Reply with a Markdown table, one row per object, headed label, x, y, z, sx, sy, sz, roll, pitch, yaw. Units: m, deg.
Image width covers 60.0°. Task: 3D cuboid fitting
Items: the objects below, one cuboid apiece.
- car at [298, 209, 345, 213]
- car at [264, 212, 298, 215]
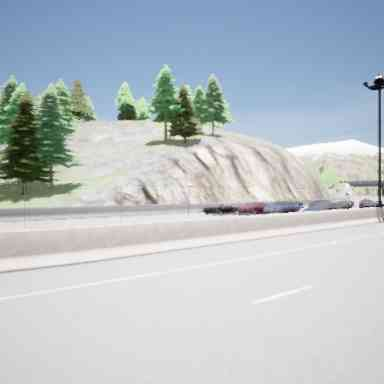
| label | x | y | z | sx | sy | sz | roll | pitch | yaw |
| --- | --- | --- | --- | --- | --- | --- | --- | --- | --- |
| car | 13.151 | 1.824 | 33.275 | 5.357 | 1.411 | 2.033 | 0 | -1 | -43 |
| car | 9.363 | 1.658 | 34.546 | 4.553 | 1.767 | 2.097 | 0 | -1 | -44 |
